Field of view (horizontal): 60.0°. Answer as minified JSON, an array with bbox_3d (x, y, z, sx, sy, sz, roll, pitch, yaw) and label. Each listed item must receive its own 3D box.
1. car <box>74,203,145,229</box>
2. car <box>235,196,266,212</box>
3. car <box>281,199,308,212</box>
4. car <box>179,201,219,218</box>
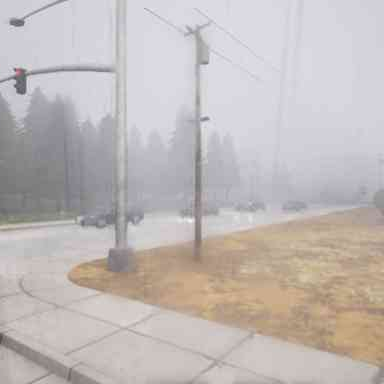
[{"bbox_3d":[-5.240,1.473,21.650,2.128,1.511,4.902,0,0,37],"label":"car"},{"bbox_3d":[6.632,1.292,37.688,2.097,1.767,4.553,0,0,35],"label":"car"},{"bbox_3d":[11.930,1.499,38.600,1.994,1.385,4.181,0,0,37],"label":"car"},{"bbox_3d":[0.683,1.525,29.637,1.994,1.385,4.181,0,0,37],"label":"car"}]
